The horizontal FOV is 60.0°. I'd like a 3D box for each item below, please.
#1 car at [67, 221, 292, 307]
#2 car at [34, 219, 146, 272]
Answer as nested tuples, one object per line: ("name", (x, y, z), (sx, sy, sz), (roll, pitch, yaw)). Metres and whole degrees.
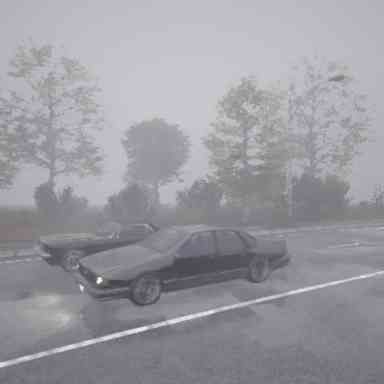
("car", (0.047, 1.527, 8.072), (5.357, 1.411, 2.033), (0, 0, -33))
("car", (-2.409, 1.569, 10.631), (4.718, 1.301, 1.895), (0, 0, -33))
